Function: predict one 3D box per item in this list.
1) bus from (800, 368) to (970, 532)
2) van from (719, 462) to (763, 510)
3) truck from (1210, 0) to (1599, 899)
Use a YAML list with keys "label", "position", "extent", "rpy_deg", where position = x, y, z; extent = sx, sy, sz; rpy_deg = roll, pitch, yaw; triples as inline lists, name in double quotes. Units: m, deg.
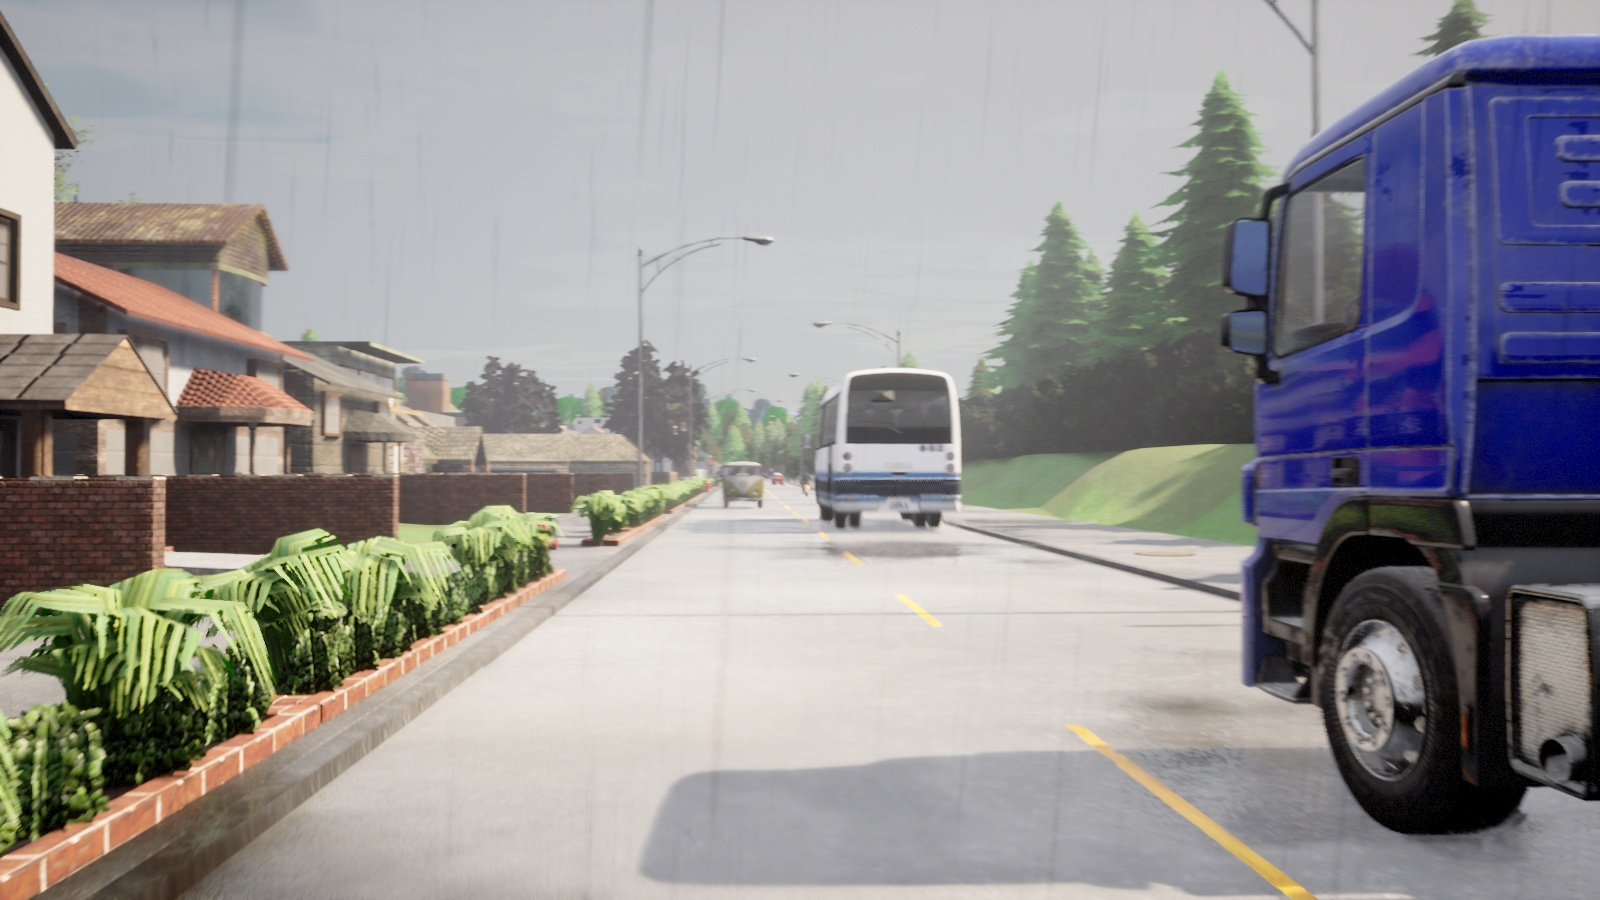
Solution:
- label: "bus"
  position: [2.222, 0.080, 37.881]
  extent: [3.944, 4.253, 10.273]
  rpy_deg: [0, -1, -3]
- label: "van"
  position: [-2.538, 1.524, 54.009]
  extent: [1.775, 1.987, 4.442]
  rpy_deg: [0, -1, -3]
- label: "truck"
  position: [3.941, -0.138, 3.309]
  extent: [2.891, 3.462, 7.936]
  rpy_deg: [0, -1, -2]
